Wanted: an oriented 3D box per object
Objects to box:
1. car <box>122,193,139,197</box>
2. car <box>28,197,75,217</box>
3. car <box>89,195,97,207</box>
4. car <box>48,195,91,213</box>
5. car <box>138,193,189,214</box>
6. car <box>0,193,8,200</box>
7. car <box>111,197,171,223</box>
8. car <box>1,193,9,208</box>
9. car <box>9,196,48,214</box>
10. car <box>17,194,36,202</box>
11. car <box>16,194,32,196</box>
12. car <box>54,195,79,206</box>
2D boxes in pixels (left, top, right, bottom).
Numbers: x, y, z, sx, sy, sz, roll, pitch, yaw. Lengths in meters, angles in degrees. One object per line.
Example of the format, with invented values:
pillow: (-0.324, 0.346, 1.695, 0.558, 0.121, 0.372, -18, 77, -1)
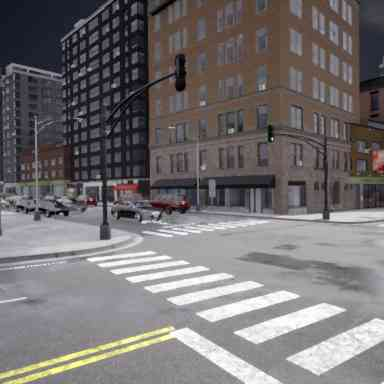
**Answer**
car: (-6.284, 1.043, 35.145, 2.192, 1.841, 5.009, 0, 1, -44)
car: (-12.392, 1.417, 29.200, 1.947, 1.339, 4.313, 0, 1, -44)
car: (-13.963, 1.082, 43.044, 1.967, 1.590, 4.097, 0, 1, -44)
car: (-12.268, 1.317, 33.019, 1.812, 1.442, 4.674, -1, 1, -44)
car: (-2.445, 1.085, 31.196, 2.192, 1.841, 5.009, 0, 1, -44)
car: (-40.839, 0.885, 70.686, 1.947, 1.339, 4.313, 0, 1, -44)
car: (-4.174, 1.371, 24.690, 2.128, 1.511, 4.902, -1, 1, -44)
car: (-23.789, 1.247, 40.921, 1.752, 1.417, 4.829, 0, 1, -44)
car: (-16.231, 1.374, 33.148, 1.947, 1.339, 4.313, 0, 1, -44)
car: (-29.321, 1.043, 58.840, 1.802, 1.307, 4.206, 0, 1, -44)
car: (-22.972, 1.194, 44.072, 1.812, 1.442, 4.674, -1, 1, -44)
car: (-17.803, 1.180, 46.994, 1.802, 1.307, 4.206, 0, 1, -44)
